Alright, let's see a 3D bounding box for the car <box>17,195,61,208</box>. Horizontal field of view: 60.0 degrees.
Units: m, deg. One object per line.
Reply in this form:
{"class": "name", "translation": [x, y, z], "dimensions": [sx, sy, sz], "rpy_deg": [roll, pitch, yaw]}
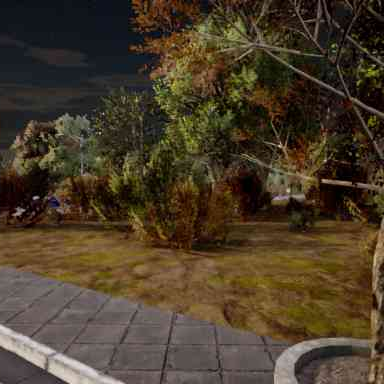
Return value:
{"class": "car", "translation": [-20.087, 1.221, 43.881], "dimensions": [1.882, 1.535, 5.008], "rpy_deg": [0, 0, 32]}

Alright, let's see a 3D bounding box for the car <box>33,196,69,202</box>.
{"class": "car", "translation": [-17.572, 1.245, 41.306], "dimensions": [1.882, 1.535, 5.008], "rpy_deg": [0, 0, 32]}
